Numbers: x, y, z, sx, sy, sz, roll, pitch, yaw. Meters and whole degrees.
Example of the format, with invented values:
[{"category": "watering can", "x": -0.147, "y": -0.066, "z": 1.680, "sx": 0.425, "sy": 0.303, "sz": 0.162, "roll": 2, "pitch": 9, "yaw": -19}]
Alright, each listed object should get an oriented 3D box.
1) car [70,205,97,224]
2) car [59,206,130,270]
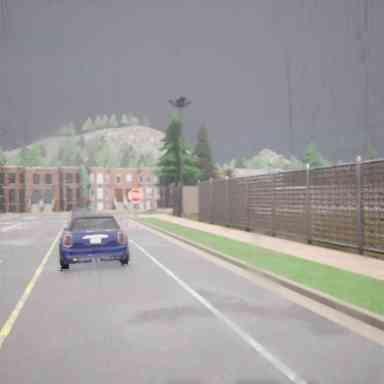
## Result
[{"category": "car", "x": -10.148, "y": 2.039, "z": 30.786, "sx": 2.033, "sy": 1.411, "sz": 5.357, "roll": -1, "pitch": -1, "yaw": -21}, {"category": "car", "x": -3.590, "y": 1.530, "z": 12.067, "sx": 2.097, "sy": 1.767, "sz": 4.553, "roll": -1, "pitch": -1, "yaw": -19}]
